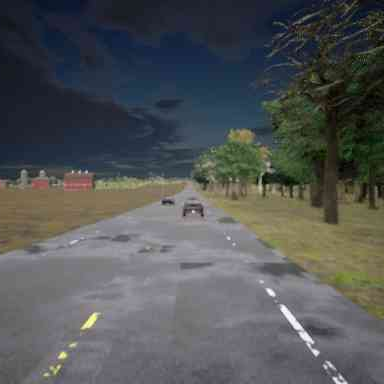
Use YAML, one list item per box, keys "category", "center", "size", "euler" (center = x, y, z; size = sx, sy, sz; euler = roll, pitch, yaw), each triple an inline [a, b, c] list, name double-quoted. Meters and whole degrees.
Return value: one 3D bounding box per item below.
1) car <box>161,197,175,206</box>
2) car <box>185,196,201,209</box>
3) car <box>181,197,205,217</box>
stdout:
- category: "car"
  center: [-3.501, 1.343, 49.432]
  size: [1.895, 1.301, 4.718]
  euler: [0, 0, 0]
- category: "car"
  center: [0.118, 1.336, 43.631]
  size: [2.033, 1.411, 5.357]
  euler: [0, 0, 0]
- category: "car"
  center: [0.110, 1.391, 30.202]
  size: [1.837, 1.490, 4.892]
  euler: [0, 0, 0]
